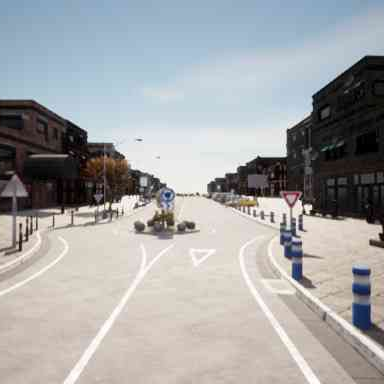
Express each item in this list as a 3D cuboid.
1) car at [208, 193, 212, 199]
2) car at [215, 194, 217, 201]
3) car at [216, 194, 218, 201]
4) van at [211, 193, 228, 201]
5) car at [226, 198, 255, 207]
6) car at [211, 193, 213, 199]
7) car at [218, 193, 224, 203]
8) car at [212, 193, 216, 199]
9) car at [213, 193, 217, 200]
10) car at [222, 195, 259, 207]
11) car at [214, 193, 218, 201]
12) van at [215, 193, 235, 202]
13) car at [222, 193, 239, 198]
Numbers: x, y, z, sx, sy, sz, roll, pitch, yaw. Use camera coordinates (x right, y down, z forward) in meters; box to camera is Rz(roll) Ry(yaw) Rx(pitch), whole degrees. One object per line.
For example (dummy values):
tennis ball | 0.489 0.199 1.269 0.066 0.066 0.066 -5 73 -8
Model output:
car | 7.801 1.304 86.684 5.566 2.045 2.435 0 0 -1
car | 8.026 1.594 70.146 4.892 1.521 2.231 0 0 -1
car | 8.047 1.611 67.390 5.008 1.535 2.097 0 0 -1
van | 7.650 1.346 92.194 4.442 1.987 1.878 0 0 -1
car | 8.182 1.763 56.369 4.674 1.452 2.002 0 1 -1
car | 7.864 1.593 83.925 4.674 1.452 2.002 0 0 -1
car | 8.145 1.409 61.876 5.566 2.045 2.435 0 1 -1
car | 7.931 1.558 78.413 5.008 1.535 2.097 0 0 -1
car | 7.927 1.596 75.657 4.792 1.488 2.163 0 0 -1
car | 8.025 1.757 53.609 5.366 1.575 1.946 0 1 -1
car | 7.995 1.579 72.902 4.892 1.521 2.231 0 0 -1
van | 8.010 1.328 81.049 4.442 1.987 1.878 0 0 -1
car | 8.116 1.564 59.122 4.553 1.767 2.185 0 1 -1
